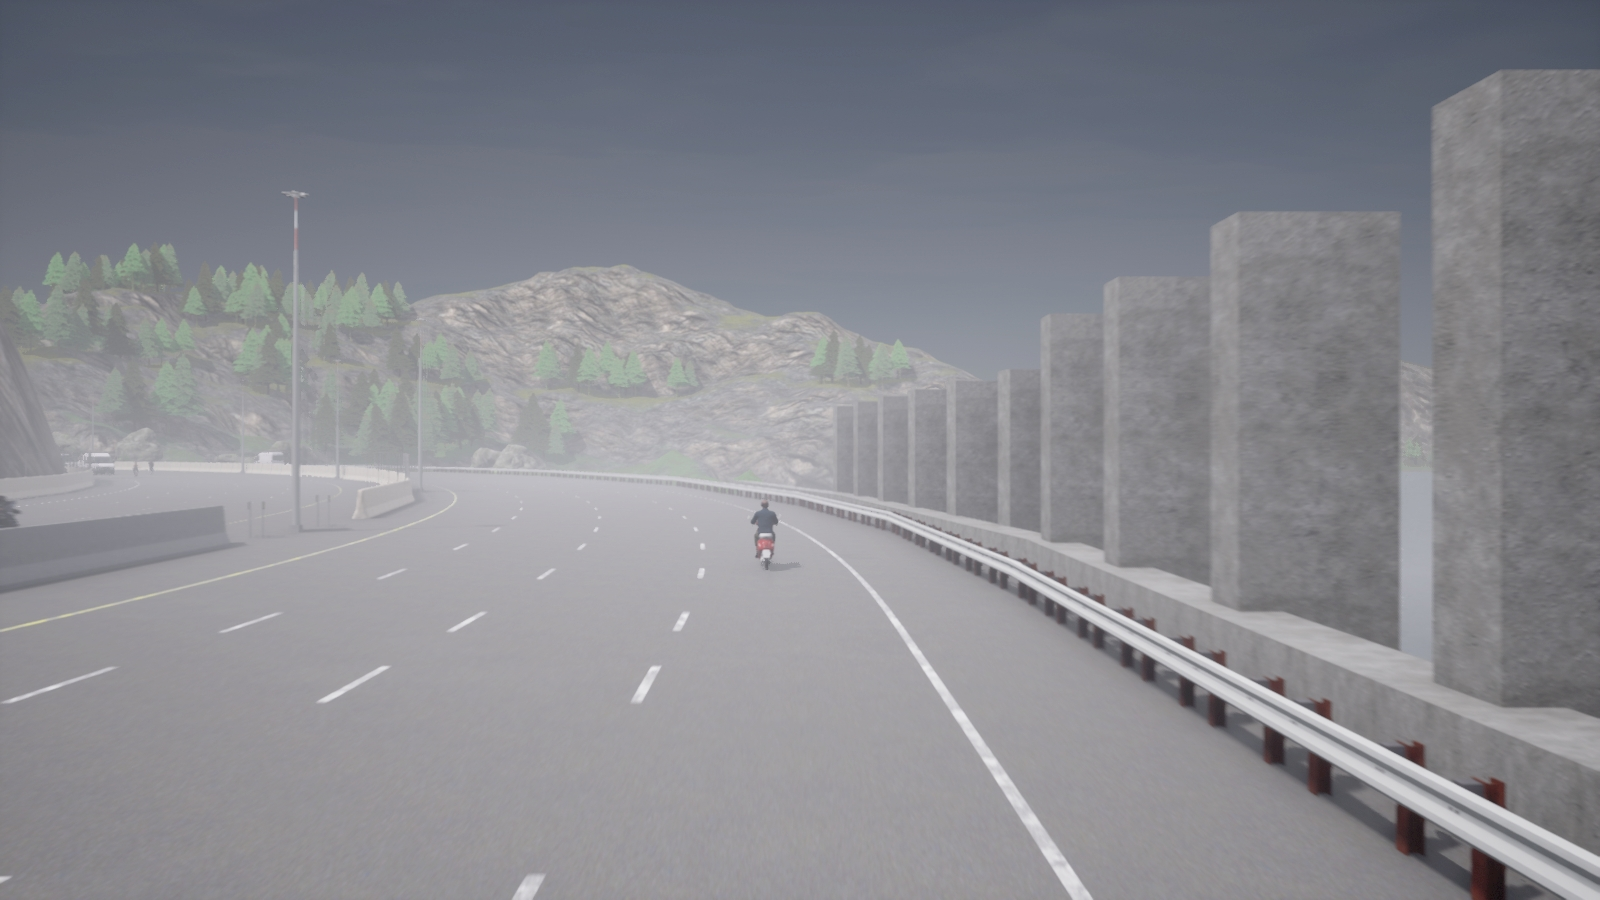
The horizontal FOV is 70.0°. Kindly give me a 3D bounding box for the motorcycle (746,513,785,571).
[{"bbox_3d":[-0.842,2.191,27.516,0.856,1.236,1.805,-1,0,-4],"label":"motorcycle"}]

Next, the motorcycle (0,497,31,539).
[{"bbox_3d":[-26.109,2.222,37.186,0.867,1.251,2.209,-1,0,-8],"label":"motorcycle"}]
